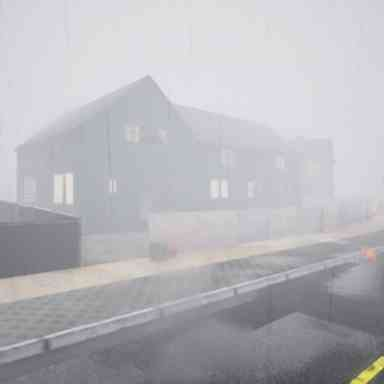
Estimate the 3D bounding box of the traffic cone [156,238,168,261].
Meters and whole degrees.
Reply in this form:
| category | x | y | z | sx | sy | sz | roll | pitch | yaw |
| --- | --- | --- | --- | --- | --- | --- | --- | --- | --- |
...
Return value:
| category | x | y | z | sx | sy | sz | roll | pitch | yaw |
| --- | --- | --- | --- | --- | --- | --- | --- | --- | --- |
| traffic cone | -0.756 | 1.811 | 10.813 | 0.340 | 0.340 | 0.580 | 0 | 36 | -40 |
